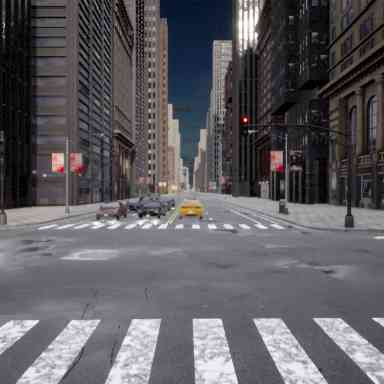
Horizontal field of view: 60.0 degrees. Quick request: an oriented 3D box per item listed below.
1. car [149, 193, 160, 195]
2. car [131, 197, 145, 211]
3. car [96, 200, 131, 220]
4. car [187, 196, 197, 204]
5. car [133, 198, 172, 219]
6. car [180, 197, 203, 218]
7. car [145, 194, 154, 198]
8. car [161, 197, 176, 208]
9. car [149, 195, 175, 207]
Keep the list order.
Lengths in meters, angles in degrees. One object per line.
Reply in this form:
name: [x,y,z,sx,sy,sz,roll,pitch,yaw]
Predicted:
car: [-6.677,1.170,57.782,2.150,2.045,5.566,0,0,1]
car: [-6.673,1.577,37.092,1.895,1.301,4.718,0,0,0]
car: [-6.653,1.510,27.984,1.812,1.442,4.674,0,0,0]
car: [-0.039,1.535,64.681,1.895,1.301,4.718,0,0,0]
car: [-3.381,1.531,29.420,2.033,1.411,5.357,0,0,4]
car: [-0.041,1.460,29.606,1.882,1.535,5.008,0,0,1]
car: [-6.693,1.470,47.332,1.837,1.490,4.892,0,0,0]
car: [-3.452,1.510,49.712,2.033,1.411,5.357,0,0,0]
car: [-3.424,1.466,39.160,2.128,1.511,4.902,0,0,0]
